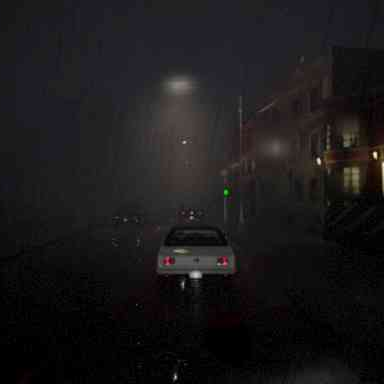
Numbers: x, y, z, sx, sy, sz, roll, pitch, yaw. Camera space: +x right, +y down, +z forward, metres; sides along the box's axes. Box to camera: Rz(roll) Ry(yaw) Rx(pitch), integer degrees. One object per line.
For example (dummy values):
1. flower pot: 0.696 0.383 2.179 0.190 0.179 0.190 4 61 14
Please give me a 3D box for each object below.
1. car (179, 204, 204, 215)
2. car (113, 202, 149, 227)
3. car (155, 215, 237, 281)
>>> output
1. car: -0.107 1.591 26.753 1.895 1.301 4.718 0 0 -2
2. car: -4.054 1.499 22.705 1.837 1.490 4.892 0 -1 0
3. car: 0.091 1.597 9.796 1.895 1.301 4.718 0 0 0
